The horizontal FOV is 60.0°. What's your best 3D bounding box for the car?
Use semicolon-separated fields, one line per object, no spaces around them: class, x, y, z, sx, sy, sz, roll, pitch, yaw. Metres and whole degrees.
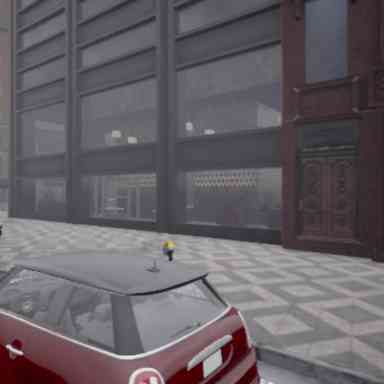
car;-1.412;1.415;3.865;4.097;1.590;1.967;1;0;35
